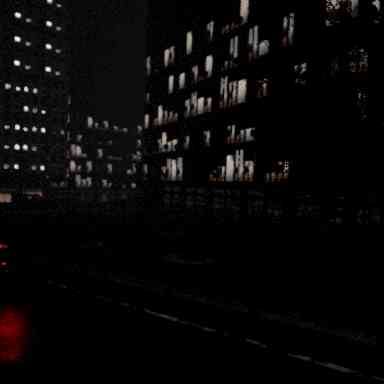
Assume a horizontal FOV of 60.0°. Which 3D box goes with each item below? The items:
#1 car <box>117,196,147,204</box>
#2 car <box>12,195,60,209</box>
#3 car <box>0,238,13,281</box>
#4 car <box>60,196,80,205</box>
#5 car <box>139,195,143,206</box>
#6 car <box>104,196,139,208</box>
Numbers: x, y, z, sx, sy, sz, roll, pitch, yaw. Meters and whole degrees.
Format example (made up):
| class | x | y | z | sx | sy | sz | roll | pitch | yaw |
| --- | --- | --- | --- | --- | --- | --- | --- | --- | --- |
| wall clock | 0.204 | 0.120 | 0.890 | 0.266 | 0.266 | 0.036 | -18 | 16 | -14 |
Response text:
| class | x | y | z | sx | sy | sz | roll | pitch | yaw |
| --- | --- | --- | --- | --- | --- | --- | --- | --- | --- |
| car | -10.444 | 1.387 | 58.053 | 4.829 | 1.417 | 1.752 | 1 | 2 | -34 |
| car | -19.890 | 1.262 | 42.040 | 5.009 | 1.841 | 2.192 | 1 | 2 | -34 |
| car | -6.304 | 1.395 | 8.167 | 4.902 | 1.511 | 2.128 | 1 | 0 | 36 |
| car | -19.662 | 1.287 | 51.749 | 4.403 | 1.369 | 2.008 | 1 | 2 | -34 |
| car | -5.854 | 1.453 | 51.642 | 5.009 | 1.841 | 2.192 | 1 | 2 | -34 |
| car | -10.539 | 1.619 | 48.446 | 4.507 | 1.381 | 1.887 | 1 | 2 | -34 |
